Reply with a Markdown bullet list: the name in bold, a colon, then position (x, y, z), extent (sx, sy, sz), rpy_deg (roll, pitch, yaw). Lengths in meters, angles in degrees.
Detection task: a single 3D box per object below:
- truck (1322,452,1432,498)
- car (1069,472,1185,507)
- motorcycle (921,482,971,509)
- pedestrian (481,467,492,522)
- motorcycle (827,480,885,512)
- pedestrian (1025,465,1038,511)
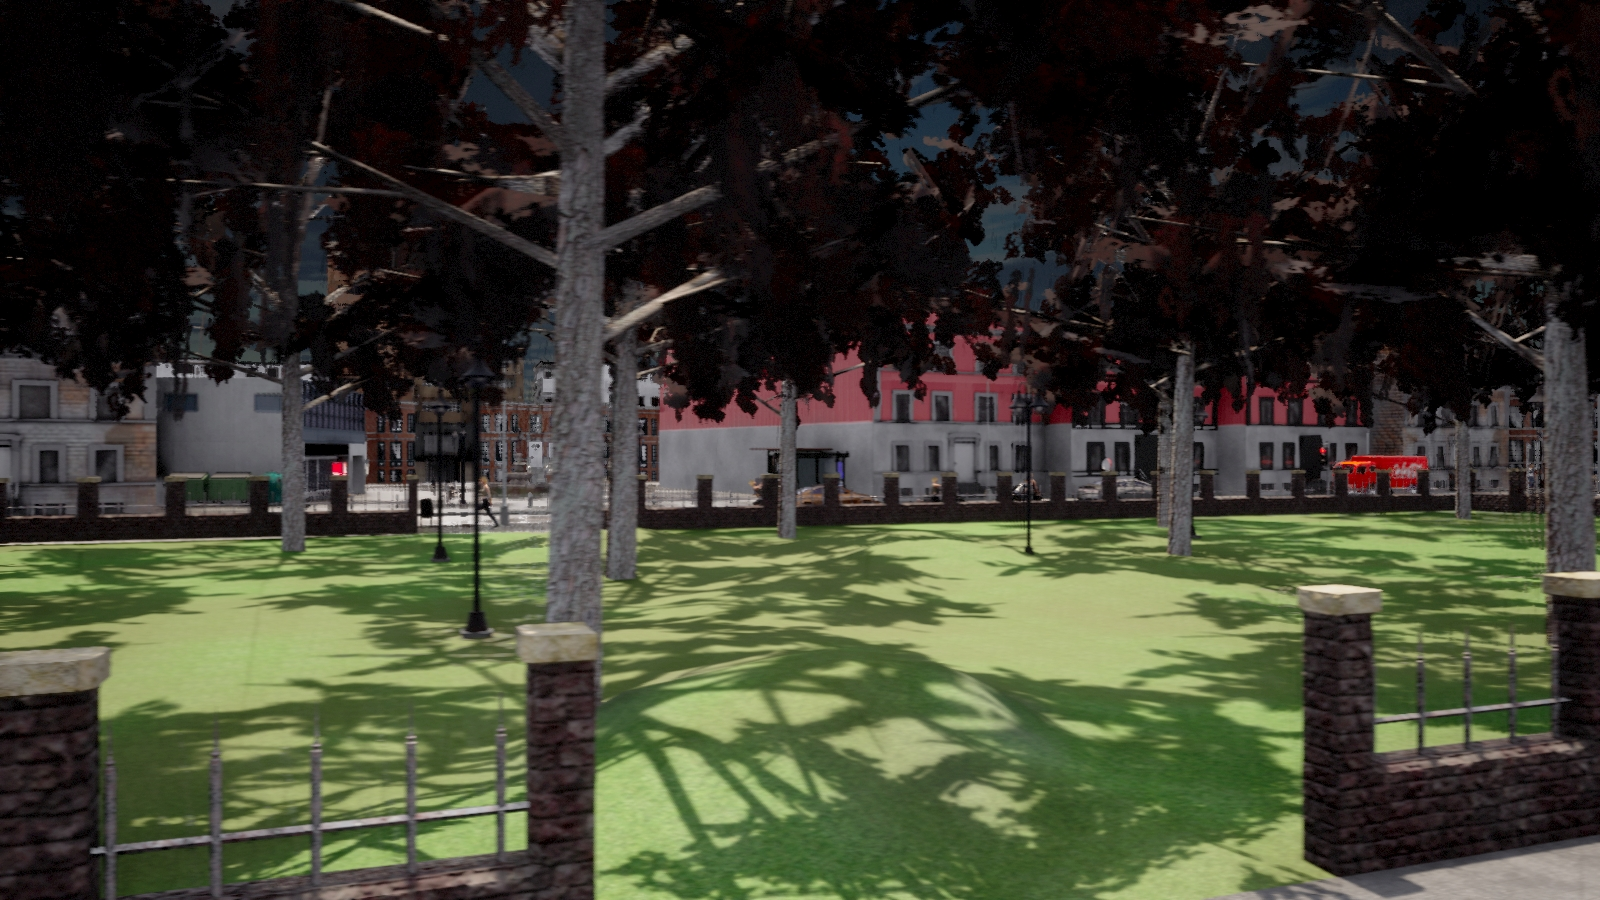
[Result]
- **truck**: position (32.158, 1.345, 63.700), extent (5.204, 2.467, 2.627), rpy_deg (0, 0, -20)
- **car**: position (15.247, 1.825, 53.288), extent (4.902, 1.511, 2.128), rpy_deg (0, 0, -20)
- **motorcycle**: position (6.400, 1.991, 50.109), extent (2.033, 1.145, 0.803), rpy_deg (0, 0, -20)
- **pedestrian**: position (-10.691, 1.522, 38.970), extent (0.375, 1.860, 0.375), rpy_deg (0, 0, -17)
- **motorcycle**: position (2.395, 1.949, 48.644), extent (2.356, 1.277, 0.764), rpy_deg (0, 0, -20)
- **pedestrian**: position (9.346, 1.524, 46.048), extent (0.375, 1.860, 0.375), rpy_deg (0, 0, -20)
